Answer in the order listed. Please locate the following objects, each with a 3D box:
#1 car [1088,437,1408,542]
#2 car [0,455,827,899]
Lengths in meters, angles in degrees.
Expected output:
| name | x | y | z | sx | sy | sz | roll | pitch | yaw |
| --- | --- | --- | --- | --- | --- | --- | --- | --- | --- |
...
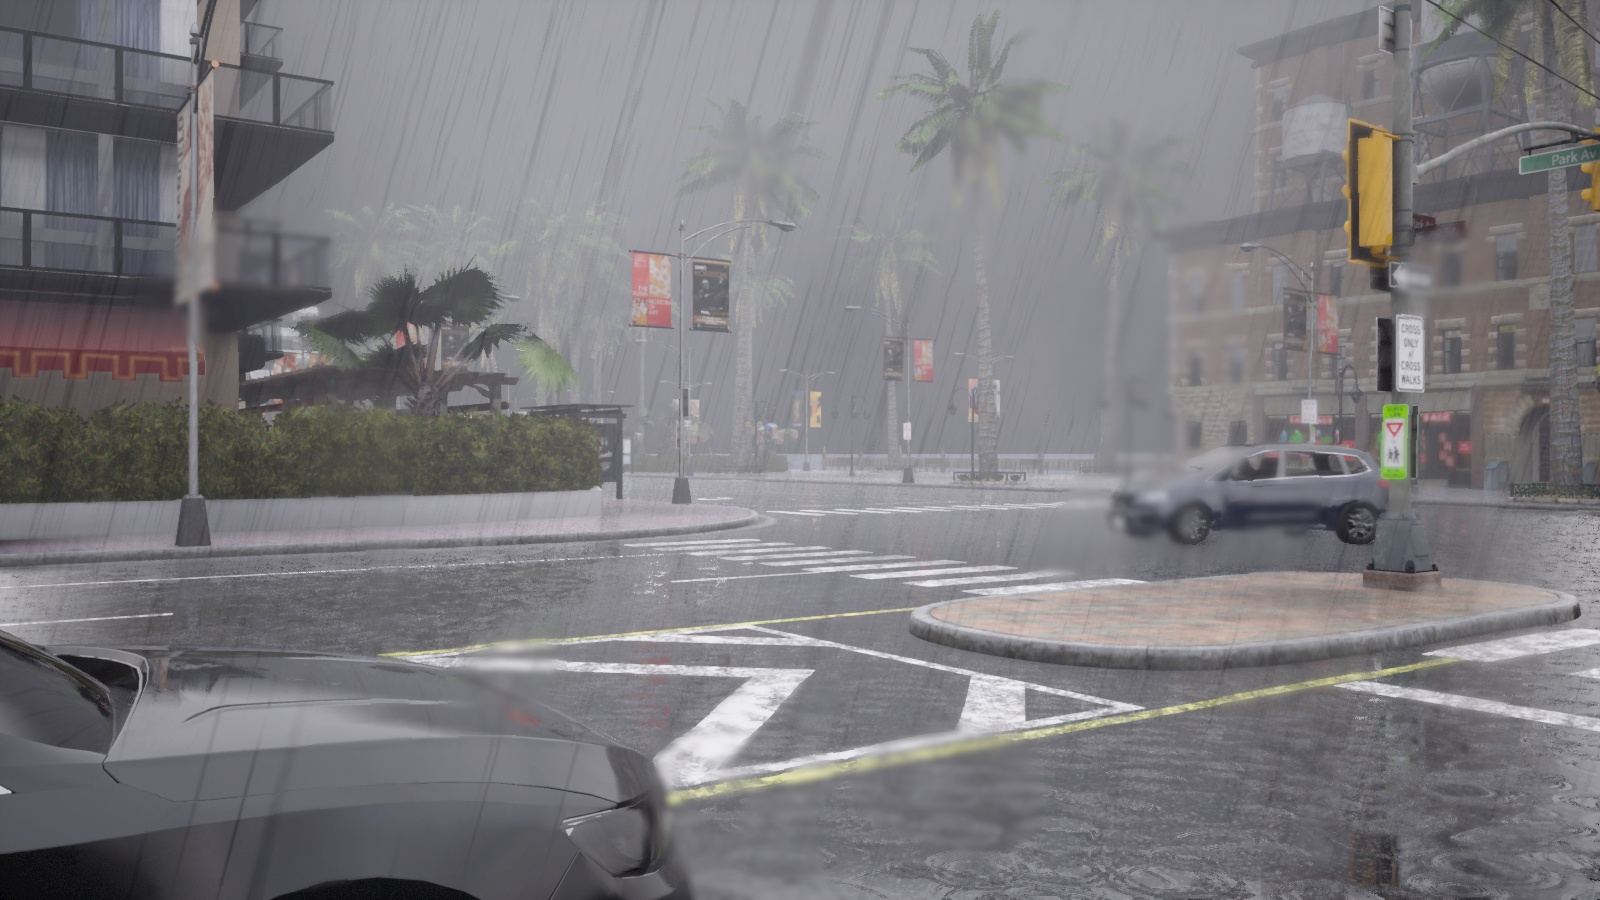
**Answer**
| name | x | y | z | sx | sy | sz | roll | pitch | yaw |
| --- | --- | --- | --- | --- | --- | --- | --- | --- | --- |
| car | 7.531 | 0.625 | 21.389 | 4.611 | 1.667 | 2.242 | 0 | 0 | -9 |
| car | -2.478 | 0.760 | 1.933 | 4.892 | 1.490 | 1.837 | 0 | 0 | -35 |
